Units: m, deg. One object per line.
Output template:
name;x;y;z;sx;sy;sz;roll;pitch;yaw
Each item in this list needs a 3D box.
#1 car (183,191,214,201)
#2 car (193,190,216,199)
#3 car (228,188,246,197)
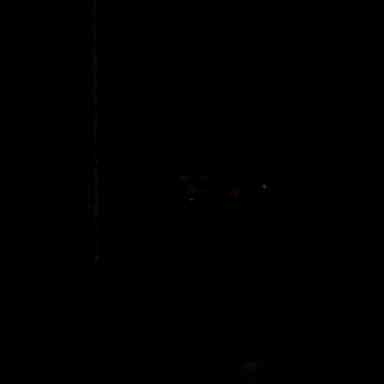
car;0.767;0.614;53.615;2.033;1.411;5.357;-1;1;35
car;2.312;0.474;60.617;1.812;1.442;4.674;-1;0;36
car;8.851;0.071;65.061;2.097;1.767;4.553;-1;1;35
